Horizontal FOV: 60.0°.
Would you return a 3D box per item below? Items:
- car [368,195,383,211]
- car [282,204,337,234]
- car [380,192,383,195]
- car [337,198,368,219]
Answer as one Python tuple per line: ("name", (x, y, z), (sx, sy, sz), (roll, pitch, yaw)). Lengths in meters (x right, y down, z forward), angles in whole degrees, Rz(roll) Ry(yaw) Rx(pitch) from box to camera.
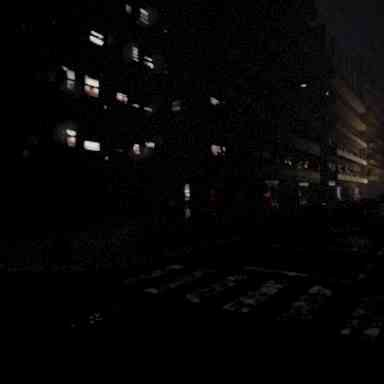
("car", (19.206, 1.307, 36.110), (1.947, 1.339, 4.313), (-1, 0, 36))
("car", (6.525, 1.455, 18.832), (1.887, 1.381, 4.507), (-1, 0, 36))
("car", (29.198, 0.926, 49.853), (2.192, 1.841, 5.009), (-1, 0, 36))
("car", (12.541, 1.380, 26.949), (2.008, 1.369, 4.403), (-1, 0, 36))
